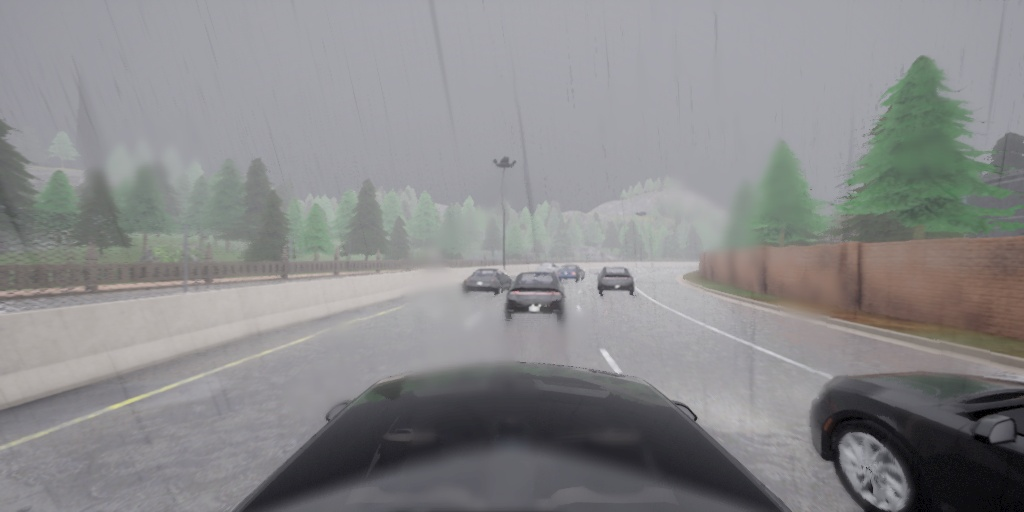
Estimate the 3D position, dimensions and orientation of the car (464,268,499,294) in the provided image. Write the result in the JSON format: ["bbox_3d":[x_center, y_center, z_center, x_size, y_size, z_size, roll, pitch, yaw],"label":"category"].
[{"bbox_3d":[-1.285,1.388,20.484,1.994,1.385,4.181,0,0,11],"label":"car"}]

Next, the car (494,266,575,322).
[{"bbox_3d":[0.917,1.293,12.550,2.128,1.511,4.902,0,0,7],"label":"car"}]

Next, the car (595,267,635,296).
[{"bbox_3d":[5.827,1.352,20.457,2.128,1.511,4.902,0,0,12],"label":"car"}]

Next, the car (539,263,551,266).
[{"bbox_3d":[3.773,1.448,37.160,1.812,1.442,4.674,0,0,22],"label":"car"}]

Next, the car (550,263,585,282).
[{"bbox_3d":[5.120,1.450,30.962,2.033,1.411,5.357,0,0,19],"label":"car"}]

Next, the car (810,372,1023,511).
[{"bbox_3d":[3.692,1.272,1.312,1.837,1.490,4.892,0,0,0],"label":"car"}]
